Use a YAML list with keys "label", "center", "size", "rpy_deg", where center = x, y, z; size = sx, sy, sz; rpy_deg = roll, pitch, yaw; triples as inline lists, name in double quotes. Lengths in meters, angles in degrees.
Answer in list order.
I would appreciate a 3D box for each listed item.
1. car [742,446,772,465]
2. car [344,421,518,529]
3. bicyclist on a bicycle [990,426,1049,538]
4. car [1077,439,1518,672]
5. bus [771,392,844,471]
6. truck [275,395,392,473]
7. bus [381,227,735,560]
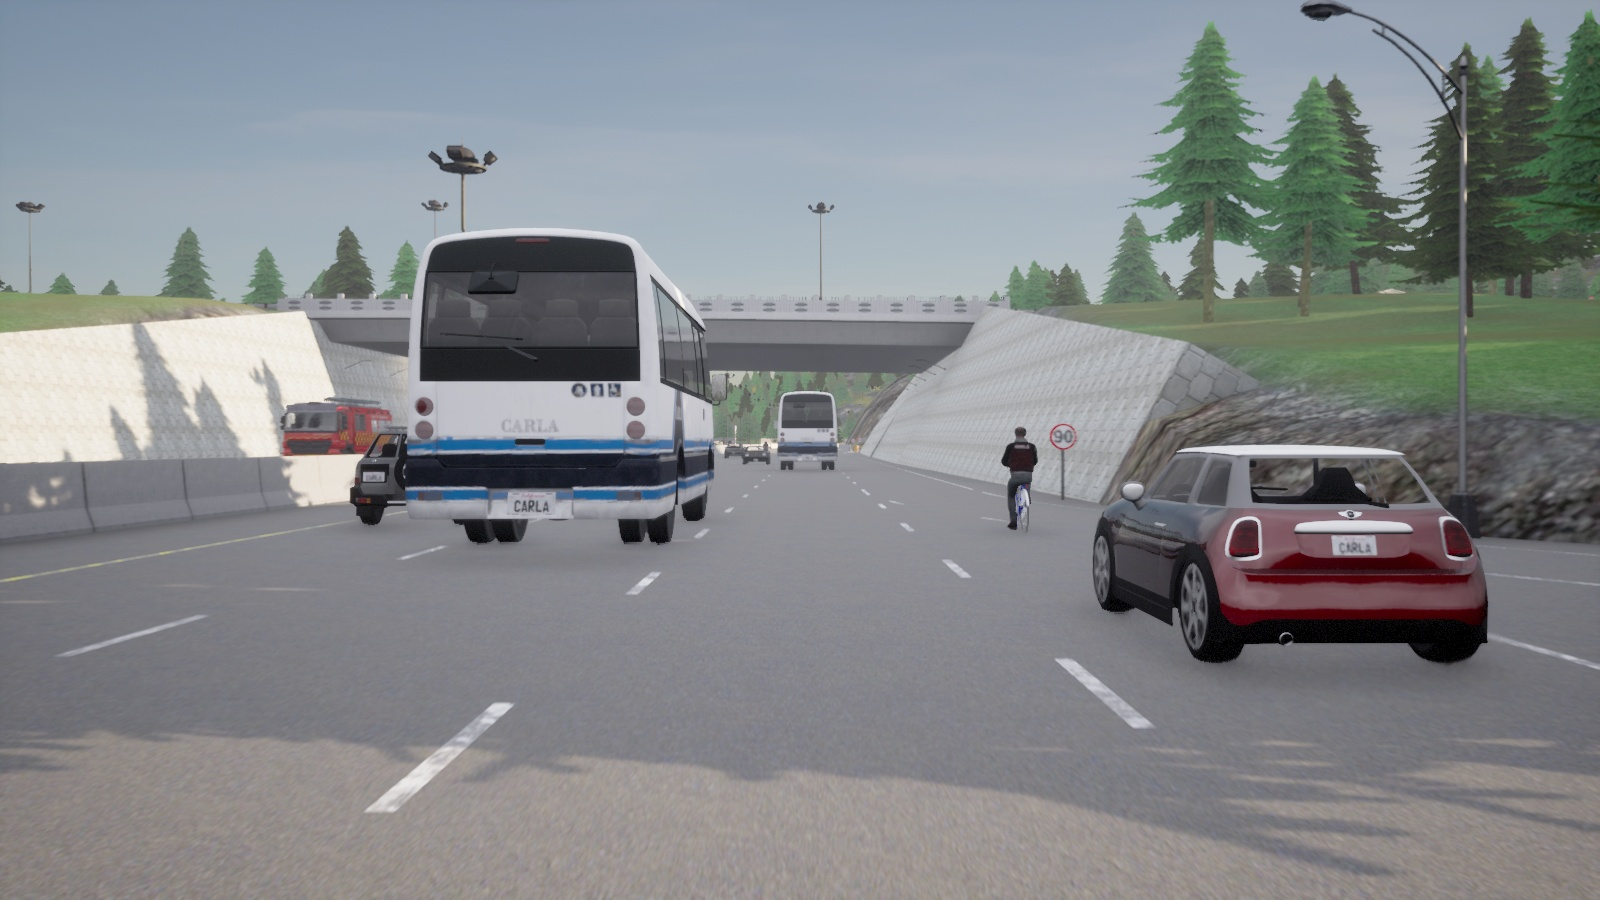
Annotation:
- label: "car"
  center: [-2.986, 0.351, 87.586]
  size: [1.895, 1.301, 4.718]
  rpy_deg: [0, 0, 0]
- label: "car"
  center: [-6.849, 0.423, 23.858]
  size: [1.932, 1.855, 4.605]
  rpy_deg: [0, 0, 0]
- label: "bicyclist on a bicycle"
  center: [3.634, 0.502, 20.907]
  size: [0.659, 1.776, 1.843]
  rpy_deg: [0, 1, 0]
- label: "car"
  center: [3.571, 0.659, 9.858]
  size: [1.970, 1.475, 3.806]
  rpy_deg: [0, 0, 0]
- label: "bus"
  center: [0.430, -1.039, 72.680]
  size: [3.944, 4.253, 10.273]
  rpy_deg: [0, 0, 0]
- label: "truck"
  center: [-24.112, -0.806, 65.403]
  size: [2.891, 3.827, 8.468]
  rpy_deg: [0, 0, 0]
- label: "bus"
  center: [-3.363, -0.752, 21.213]
  size: [3.944, 4.253, 10.273]
  rpy_deg: [0, 0, 0]
